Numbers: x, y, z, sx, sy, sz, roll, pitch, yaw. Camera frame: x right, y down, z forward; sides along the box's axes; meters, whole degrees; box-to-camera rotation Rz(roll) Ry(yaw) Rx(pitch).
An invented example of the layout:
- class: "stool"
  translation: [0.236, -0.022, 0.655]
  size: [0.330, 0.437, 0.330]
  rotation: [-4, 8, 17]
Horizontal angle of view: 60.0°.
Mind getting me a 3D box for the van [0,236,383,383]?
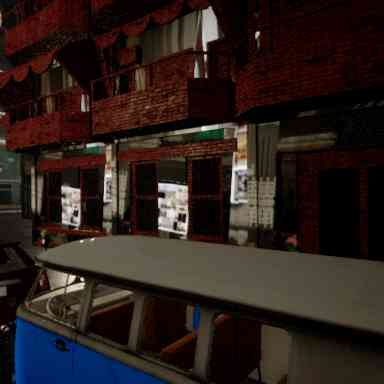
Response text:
- class: "van"
  translation: [0.199, 1.342, 2.592]
  size: [3.998, 1.788, 1.690]
  rotation: [0, -1, 36]
